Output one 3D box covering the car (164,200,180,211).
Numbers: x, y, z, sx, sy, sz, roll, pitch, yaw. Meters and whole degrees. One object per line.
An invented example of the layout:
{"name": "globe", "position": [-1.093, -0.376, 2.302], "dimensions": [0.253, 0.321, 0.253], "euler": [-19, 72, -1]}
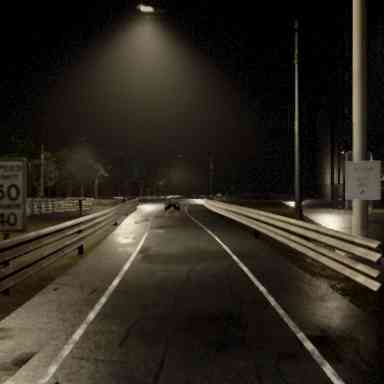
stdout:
{"name": "car", "position": [-2.436, 1.652, 42.225], "dimensions": [1.895, 1.301, 4.718], "euler": [0, 0, -1]}
